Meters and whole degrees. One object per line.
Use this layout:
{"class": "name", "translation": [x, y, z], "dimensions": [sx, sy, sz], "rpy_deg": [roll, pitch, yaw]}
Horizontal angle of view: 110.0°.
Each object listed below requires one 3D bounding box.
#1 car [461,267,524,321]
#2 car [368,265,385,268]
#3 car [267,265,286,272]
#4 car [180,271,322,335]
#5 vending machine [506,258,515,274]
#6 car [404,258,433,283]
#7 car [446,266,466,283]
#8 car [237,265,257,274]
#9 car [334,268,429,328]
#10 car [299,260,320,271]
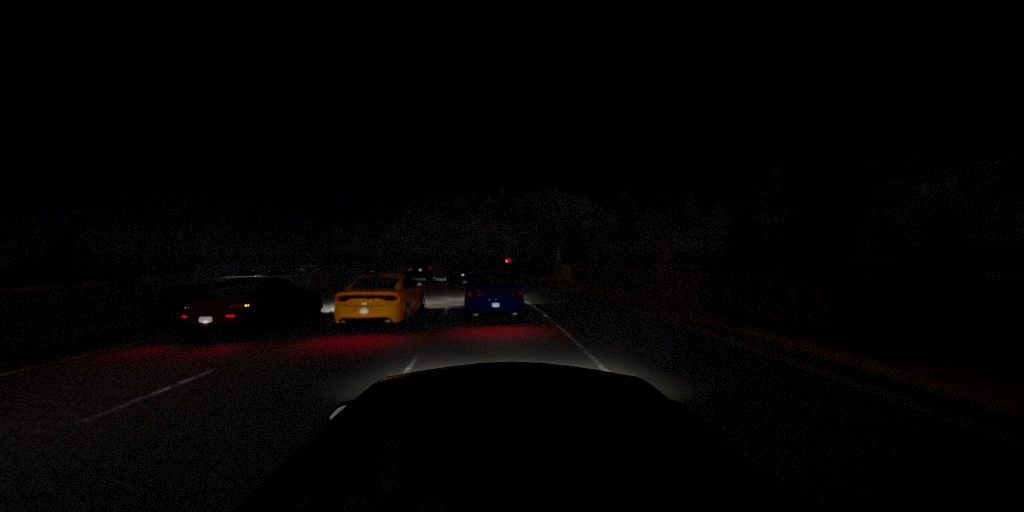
{"class": "car", "translation": [-0.747, 1.305, 12.989], "dimensions": [1.882, 1.535, 5.008], "rpy_deg": [0, 0, -6]}
{"class": "car", "translation": [-12.055, 1.533, 31.966], "dimensions": [2.128, 1.511, 4.902], "rpy_deg": [0, -1, -18]}
{"class": "car", "translation": [-29.657, 1.837, 45.299], "dimensions": [1.812, 1.442, 4.674], "rpy_deg": [0, 0, -30]}
{"class": "car", "translation": [-7.537, 1.372, 10.865], "dimensions": [1.812, 1.442, 4.674], "rpy_deg": [0, 0, -5]}
{"class": "vending machine", "translation": [-0.223, 1.244, 43.160], "dimensions": [1.100, 2.100, 0.880], "rpy_deg": [0, 0, -22]}
{"class": "car", "translation": [-8.065, 1.228, 31.070], "dimensions": [2.150, 2.045, 5.566], "rpy_deg": [0, -1, -17]}
{"class": "car", "translation": [-4.632, 1.552, 31.593], "dimensions": [1.994, 1.385, 4.181], "rpy_deg": [0, 0, -16]}
{"class": "car", "translation": [-35.270, 1.921, 47.800], "dimensions": [1.812, 1.442, 4.674], "rpy_deg": [0, -1, -33]}
{"class": "car", "translation": [-4.125, 1.314, 11.864], "dimensions": [1.882, 1.535, 5.008], "rpy_deg": [0, 0, -6]}
{"class": "car", "translation": [-26.796, 1.526, 47.392], "dimensions": [2.150, 2.045, 5.566], "rpy_deg": [0, -1, -30]}
